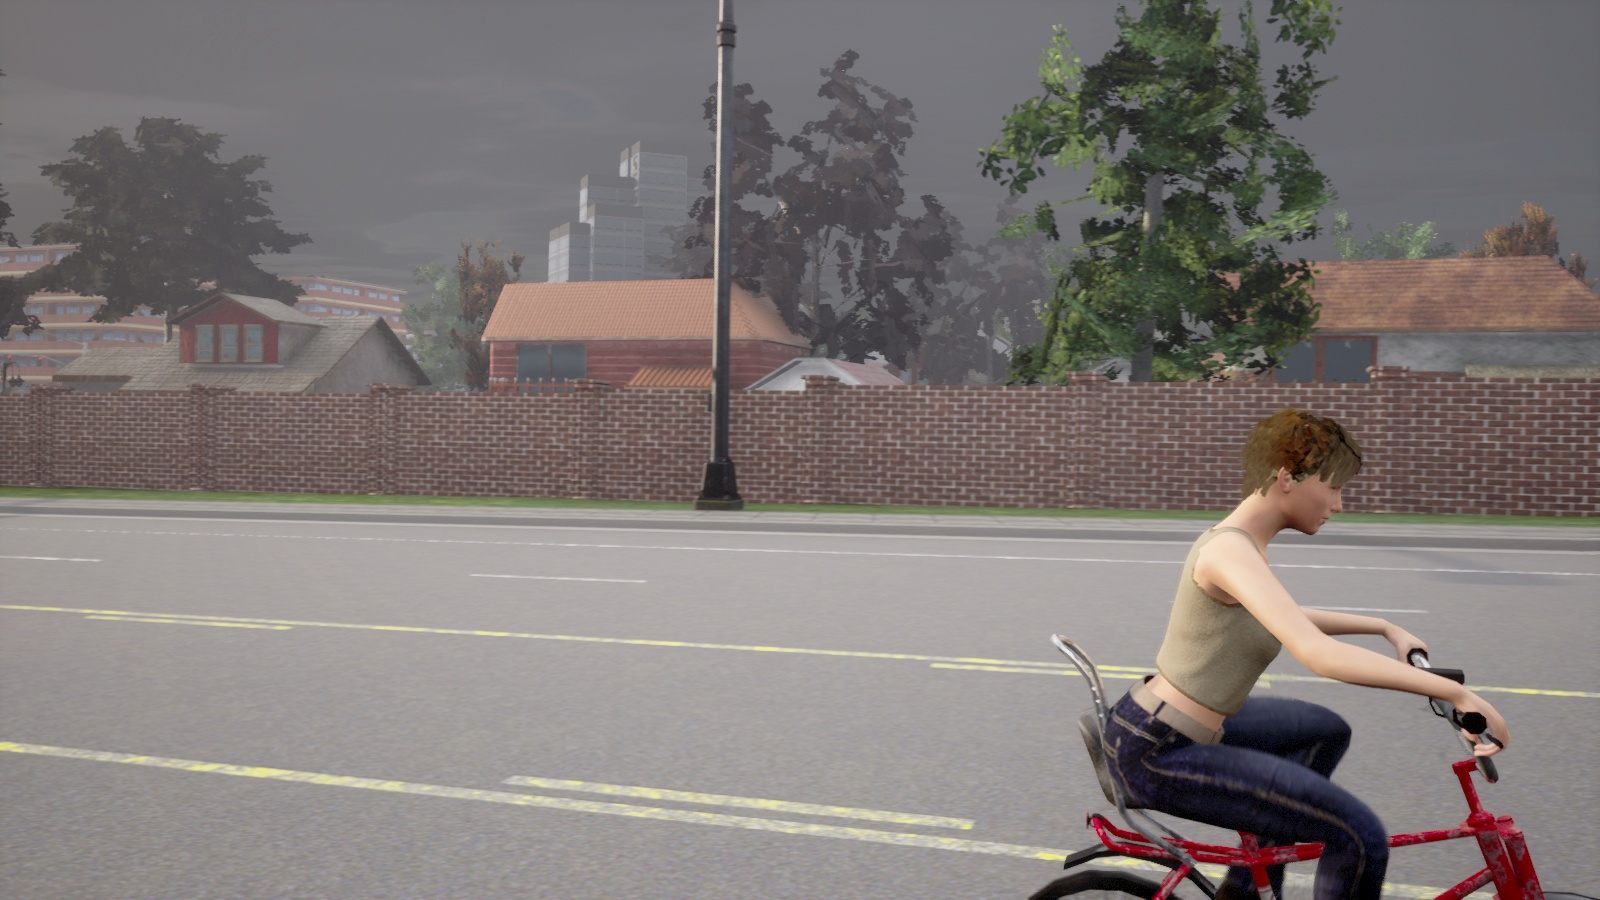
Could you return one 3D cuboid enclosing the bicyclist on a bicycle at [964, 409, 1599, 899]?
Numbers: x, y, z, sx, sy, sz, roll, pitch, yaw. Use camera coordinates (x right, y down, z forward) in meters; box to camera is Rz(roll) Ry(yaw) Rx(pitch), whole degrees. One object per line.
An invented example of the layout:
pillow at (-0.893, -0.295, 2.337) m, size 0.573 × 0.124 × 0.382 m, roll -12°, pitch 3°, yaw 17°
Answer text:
bicyclist on a bicycle at (1.196, 0.723, 2.786) m, size 1.509 × 1.612 × 0.866 m, roll 1°, pitch 1°, yaw 18°
